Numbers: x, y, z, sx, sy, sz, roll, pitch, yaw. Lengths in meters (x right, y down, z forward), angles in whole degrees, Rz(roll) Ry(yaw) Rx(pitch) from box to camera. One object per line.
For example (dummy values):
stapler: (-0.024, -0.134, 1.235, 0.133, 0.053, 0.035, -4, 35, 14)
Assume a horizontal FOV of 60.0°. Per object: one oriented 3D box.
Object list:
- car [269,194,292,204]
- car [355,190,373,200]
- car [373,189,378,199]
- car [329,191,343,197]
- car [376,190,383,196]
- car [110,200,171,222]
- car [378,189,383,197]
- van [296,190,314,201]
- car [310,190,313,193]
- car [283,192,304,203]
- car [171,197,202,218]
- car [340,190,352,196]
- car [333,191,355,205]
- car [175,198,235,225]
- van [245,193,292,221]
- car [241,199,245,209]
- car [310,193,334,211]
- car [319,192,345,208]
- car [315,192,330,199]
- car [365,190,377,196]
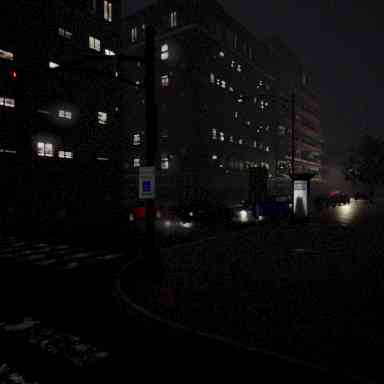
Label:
car: (12.537, 0.933, 46.933, 1.802, 1.307, 4.206, 1, 1, 36)
car: (28.652, 0.563, 55.934, 1.967, 1.590, 4.097, 1, 1, 36)
car: (31.937, 0.590, 60.535, 1.887, 1.381, 4.507, 1, 1, 36)
car: (32.227, 0.428, 74.499, 1.887, 1.381, 4.507, 1, 1, 36)
car: (45.077, 0.314, 78.932, 1.802, 1.307, 4.206, 1, 1, 36)
car: (-3.871, 1.283, 23.960, 1.887, 1.381, 4.507, 1, 1, 36)
car: (41.792, 0.355, 74.333, 1.887, 1.381, 4.507, 1, 1, 36)
van: (19.102, 0.536, 56.117, 1.690, 1.788, 3.998, 1, 1, 36)
car: (14.788, 0.698, 45.734, 2.097, 1.767, 4.553, 0, 1, 36)
car: (15.720, 0.801, 51.388, 1.752, 1.417, 4.829, 1, 1, 36)
car: (0.246, 1.167, 25.499, 1.882, 1.535, 5.008, 0, 1, 36)
car: (38.791, 0.277, 83.688, 2.008, 1.369, 4.403, 1, 1, 36)
car: (18.797, 0.923, 42.138, 1.947, 1.339, 4.313, 1, 1, 36)
car: (1.118, 1.292, 21.818, 1.994, 1.385, 4.181, 0, 1, 36)
van: (5.657, 1.008, 23.736, 1.690, 1.788, 3.998, 1, 1, 36)
car: (6.972, 0.883, 34.902, 2.097, 1.767, 4.553, 0, 1, 36)
car: (12.226, 1.078, 32.939, 1.947, 1.339, 4.313, 1, 1, 36)
car: (15.511, 0.979, 37.538, 1.887, 1.381, 4.507, 1, 1, 36)
car: (25.664, 0.621, 65.311, 1.802, 1.307, 4.206, 1, 1, 36)
car: (44.183, 0.216, 82.110, 1.994, 1.385, 4.181, 0, 1, 36)
